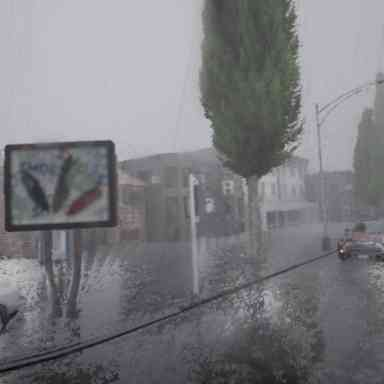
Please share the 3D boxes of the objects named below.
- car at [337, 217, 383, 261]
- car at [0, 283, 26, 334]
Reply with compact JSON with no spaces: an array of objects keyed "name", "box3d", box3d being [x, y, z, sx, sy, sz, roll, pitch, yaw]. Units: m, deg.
[{"name":"car","box3d":[7.915,1.914,14.402,2.097,1.767,4.553,-6,-5,40]},{"name":"car","box3d":[-5.139,2.108,5.160,1.895,1.301,4.718,-3,-2,23]}]
